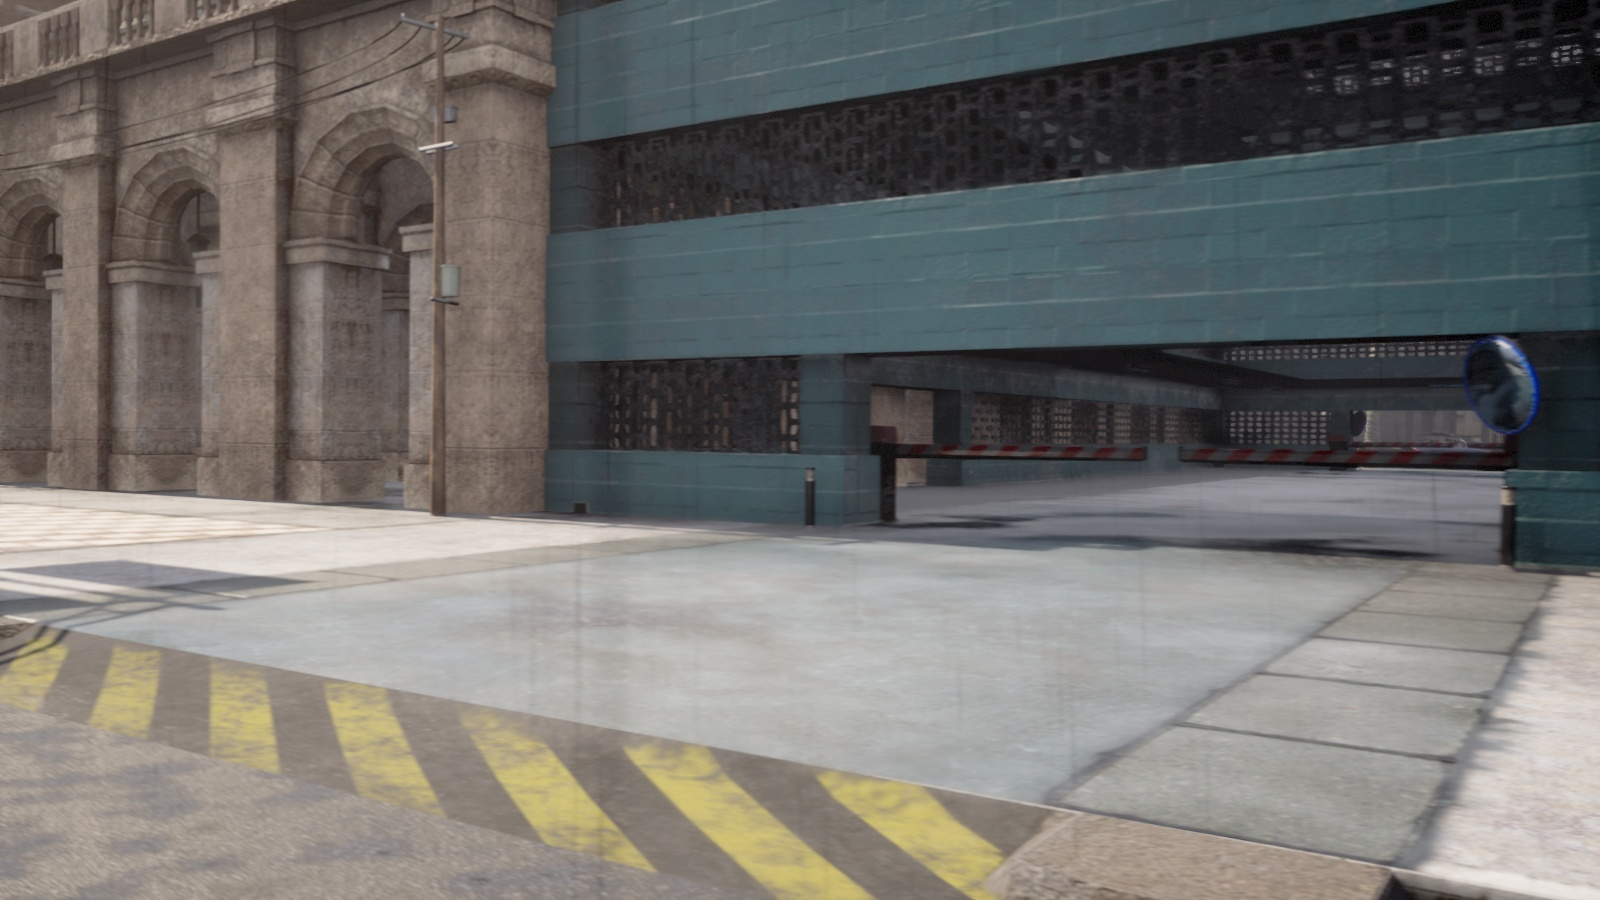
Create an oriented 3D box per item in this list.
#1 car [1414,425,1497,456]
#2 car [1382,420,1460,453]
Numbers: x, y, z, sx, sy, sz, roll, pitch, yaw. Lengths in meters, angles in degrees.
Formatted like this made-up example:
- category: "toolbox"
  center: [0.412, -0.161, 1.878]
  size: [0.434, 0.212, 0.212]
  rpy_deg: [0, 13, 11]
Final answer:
- category: "car"
  center: [34.298, -0.492, 65.715]
  size: [3.705, 1.549, 1.789]
  rpy_deg: [0, 1, 33]
- category: "car"
  center: [36.049, -0.789, 72.941]
  size: [3.866, 1.878, 1.905]
  rpy_deg: [0, 1, 33]
